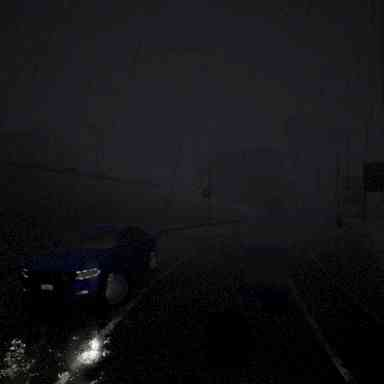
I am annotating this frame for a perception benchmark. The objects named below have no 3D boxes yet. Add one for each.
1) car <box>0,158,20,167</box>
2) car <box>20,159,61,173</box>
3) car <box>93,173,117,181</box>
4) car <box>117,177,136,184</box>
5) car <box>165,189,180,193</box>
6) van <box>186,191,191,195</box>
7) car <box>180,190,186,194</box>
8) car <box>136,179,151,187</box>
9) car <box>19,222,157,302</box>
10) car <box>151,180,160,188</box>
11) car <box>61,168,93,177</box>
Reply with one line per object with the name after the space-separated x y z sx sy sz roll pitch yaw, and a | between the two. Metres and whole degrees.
-19.781 -2.930 32.074 2.097 1.535 5.008 -1 -4 25 | car
-17.548 -2.728 37.125 2.185 1.767 4.553 -1 -4 24 | car
-13.344 -1.890 47.524 2.002 1.452 4.674 -1 -4 21 | car
-11.475 -1.600 52.605 2.231 1.521 4.892 -1 -4 20 | car
-4.920 0.019 73.842 2.002 1.452 4.674 -1 -5 15 | car
-2.249 0.693 84.716 1.878 1.987 4.442 -1 -5 13 | van
-3.560 0.471 79.196 2.002 1.452 4.674 -1 -5 14 | car
-9.651 -1.363 57.934 2.185 1.767 4.553 -1 -4 19 | car
-2.374 1.612 8.888 1.882 1.535 5.008 -1 -1 10 | car
-7.932 -1.103 63.270 2.435 2.045 5.566 -1 -4 18 | car
-15.357 -2.232 42.396 2.163 1.488 4.792 -1 -4 22 | car
